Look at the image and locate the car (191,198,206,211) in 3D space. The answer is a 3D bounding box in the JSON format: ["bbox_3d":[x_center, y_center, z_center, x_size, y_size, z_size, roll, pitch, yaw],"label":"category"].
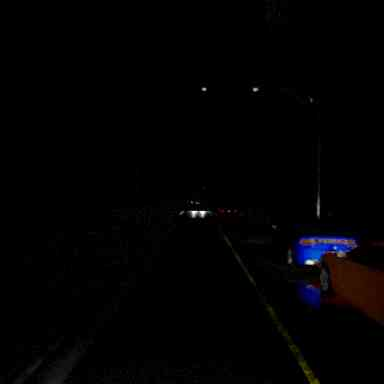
[{"bbox_3d":[0.933,2.001,47.836,1.994,1.385,4.181,1,0,1],"label":"car"}]

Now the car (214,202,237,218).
[{"bbox_3d":[3.686,1.934,34.960,2.033,1.411,5.357,1,0,2],"label":"car"}]

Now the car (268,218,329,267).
[{"bbox_3d":[4.078,1.668,12.091,1.882,1.535,5.008,1,-1,1],"label":"car"}]

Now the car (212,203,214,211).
[{"bbox_3d":[3.942,2.062,48.001,1.994,1.385,4.181,1,0,1],"label":"car"}]

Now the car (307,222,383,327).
[{"bbox_3d":[3.951,1.613,6.091,1.882,1.535,5.008,1,-1,1],"label":"car"}]
